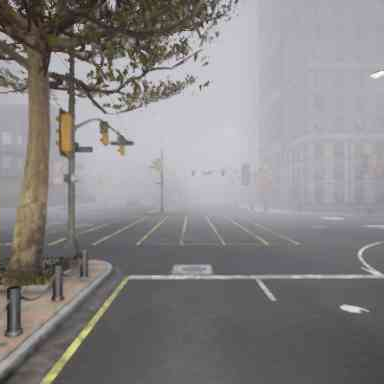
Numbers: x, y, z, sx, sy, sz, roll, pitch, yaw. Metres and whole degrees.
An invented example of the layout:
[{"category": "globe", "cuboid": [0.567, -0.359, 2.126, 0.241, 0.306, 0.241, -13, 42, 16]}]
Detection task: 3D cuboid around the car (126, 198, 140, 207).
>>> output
[{"category": "car", "cuboid": [-11.507, 1.959, 65.209, 2.097, 1.767, 4.553, 0, 0, 0]}]
